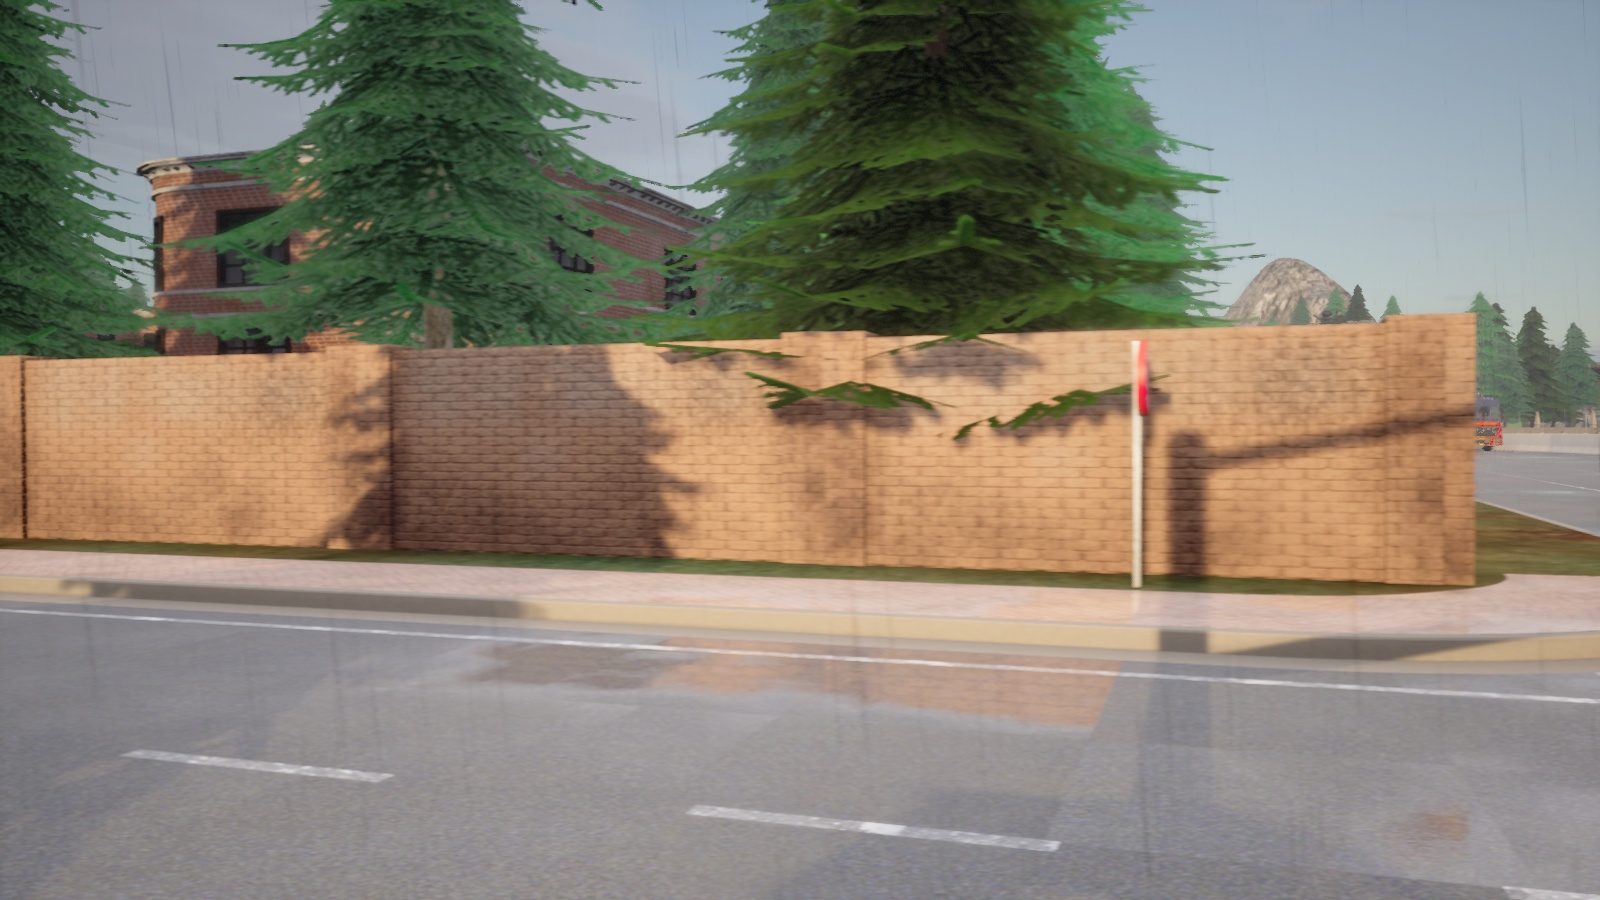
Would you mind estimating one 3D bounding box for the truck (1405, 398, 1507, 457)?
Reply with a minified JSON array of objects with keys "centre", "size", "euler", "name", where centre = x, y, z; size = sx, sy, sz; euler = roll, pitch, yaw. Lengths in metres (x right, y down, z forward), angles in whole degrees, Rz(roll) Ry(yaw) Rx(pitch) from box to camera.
[{"centre":[44.366,-1.515,85.216],"size":[2.891,3.827,8.468],"euler":[0,1,4],"name":"truck"}]
